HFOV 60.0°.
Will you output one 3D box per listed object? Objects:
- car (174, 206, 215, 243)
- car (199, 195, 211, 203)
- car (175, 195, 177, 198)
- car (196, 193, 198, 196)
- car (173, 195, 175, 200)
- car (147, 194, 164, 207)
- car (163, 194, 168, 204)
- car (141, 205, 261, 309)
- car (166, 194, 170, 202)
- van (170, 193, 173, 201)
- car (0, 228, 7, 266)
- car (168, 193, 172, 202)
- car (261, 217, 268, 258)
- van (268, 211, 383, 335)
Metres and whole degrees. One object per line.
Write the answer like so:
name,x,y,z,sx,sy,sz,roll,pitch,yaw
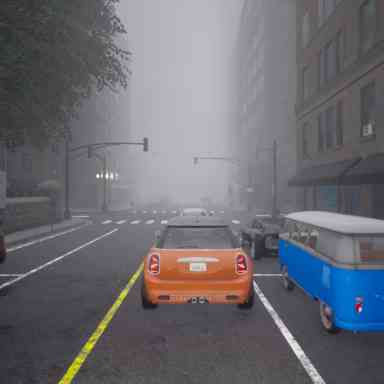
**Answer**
car,0.102,1.520,17.036,1.812,1.442,4.674,0,0,0
car,2.858,1.409,66.518,1.967,1.590,4.097,0,0,0
car,-5.666,1.289,82.835,2.192,1.841,5.009,0,0,0
car,2.860,1.506,93.930,1.752,1.417,4.829,0,0,0
car,-5.666,1.522,77.384,2.008,1.369,4.403,0,0,0
car,-5.667,1.497,49.960,1.752,1.417,4.829,0,0,0
car,-5.666,1.521,55.580,2.008,1.369,4.403,0,0,0
car,0.103,1.351,8.035,2.097,1.767,4.553,0,0,0
car,-5.666,1.514,61.032,1.887,1.381,4.507,0,0,0
van,-5.666,1.311,71.933,1.690,1.788,3.998,0,0,0
car,-5.668,1.314,6.441,2.192,1.841,5.009,0,0,0
car,-5.666,1.514,66.482,1.887,1.381,4.507,0,0,0
car,2.857,1.563,12.141,1.947,1.339,4.313,0,0,0
van,2.856,1.340,6.481,1.690,1.788,3.998,0,0,0
